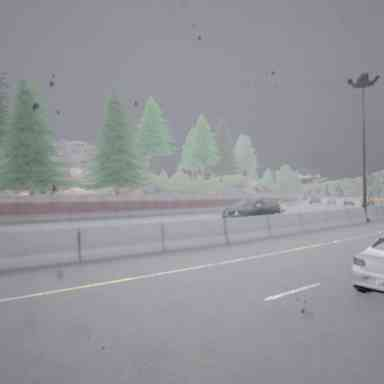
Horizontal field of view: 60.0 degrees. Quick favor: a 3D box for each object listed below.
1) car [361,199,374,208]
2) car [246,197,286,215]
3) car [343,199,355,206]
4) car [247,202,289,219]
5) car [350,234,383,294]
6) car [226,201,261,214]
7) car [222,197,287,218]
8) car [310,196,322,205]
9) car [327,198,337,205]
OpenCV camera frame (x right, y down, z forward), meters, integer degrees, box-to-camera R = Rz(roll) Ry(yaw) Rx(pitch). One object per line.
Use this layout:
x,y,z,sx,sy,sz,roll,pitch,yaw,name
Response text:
30.911,1.974,58.354,2.033,1.411,5.357,-1,-1,31,car
9.064,1.634,40.367,2.150,2.045,5.566,-1,-1,42,car
31.432,2.049,66.509,1.812,1.442,4.674,-1,-1,27,car
7.848,1.822,33.969,1.882,1.535,5.008,-1,-1,44,car
5.423,1.577,7.759,4.674,1.442,1.812,0,0,-39,car
6.745,1.954,43.049,2.128,1.511,4.902,-1,-1,42,car
4.808,1.497,26.076,5.566,2.045,2.150,0,-1,-43,car
28.806,1.880,77.270,2.150,2.045,5.566,-1,-1,25,car
31.114,2.146,73.879,2.128,1.511,4.902,-1,-1,25,car
